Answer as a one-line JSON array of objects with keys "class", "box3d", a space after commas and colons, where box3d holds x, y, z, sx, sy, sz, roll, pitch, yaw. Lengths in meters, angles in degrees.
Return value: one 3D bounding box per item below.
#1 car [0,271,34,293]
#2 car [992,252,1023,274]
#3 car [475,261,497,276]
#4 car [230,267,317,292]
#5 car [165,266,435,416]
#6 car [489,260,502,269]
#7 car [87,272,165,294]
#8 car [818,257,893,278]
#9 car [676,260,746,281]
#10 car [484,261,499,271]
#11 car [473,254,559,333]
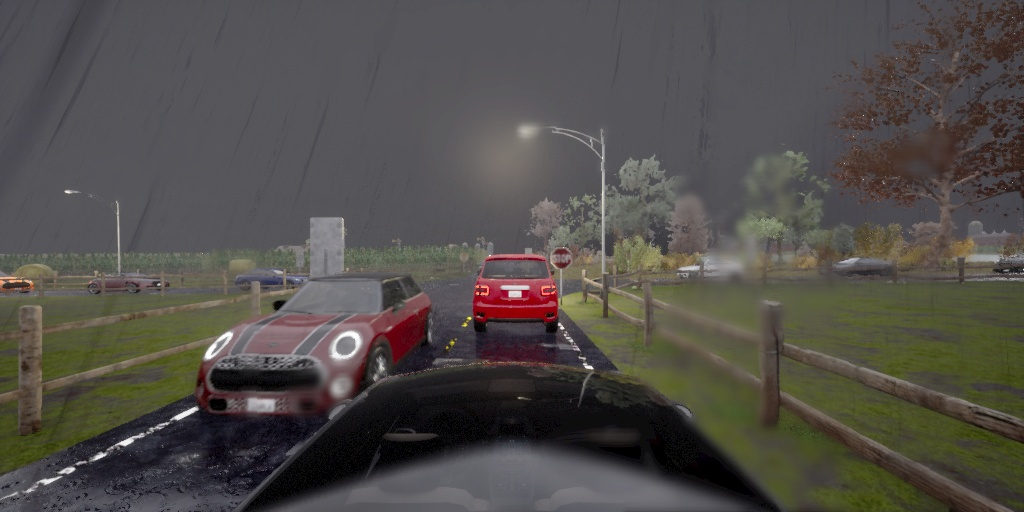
[{"class": "car", "box3d": [-35.803, 1.759, 24.406, 4.553, 1.767, 2.097, -1, 0, 1]}, {"class": "car", "box3d": [38.009, 0.428, 25.895, 4.553, 1.767, 2.097, -1, 0, 1]}, {"class": "car", "box3d": [-2.789, 1.273, 39.293, 2.128, 1.511, 4.902, 0, 0, 0]}, {"class": "car", "box3d": [-15.864, 1.557, 23.968, 4.674, 1.442, 1.812, -1, 0, 3]}, {"class": "car", "box3d": [-2.821, 1.102, 6.307, 2.097, 1.767, 4.553, 0, 0, 0]}, {"class": "car", "box3d": [-2.758, 1.363, 61.058, 2.033, 1.411, 5.357, 0, 0, 1]}, {"class": "car", "box3d": [-25.782, 1.780, 24.203, 4.181, 1.385, 1.994, -1, 0, 1]}, {"class": "car", "box3d": [25.098, 0.818, 26.161, 4.674, 1.442, 1.812, -1, 0, 1]}, {"class": "car", "box3d": [14.566, 1.001, 26.367, 4.674, 1.442, 1.812, -1, 0, 1]}, {"class": "car", "box3d": [-2.811, 1.397, 50.389, 1.895, 1.301, 4.718, 0, 0, 0]}, {"class": "car", "box3d": [0.150, 0.973, 10.942, 2.150, 2.045, 5.566, 0, 0, 2]}]
